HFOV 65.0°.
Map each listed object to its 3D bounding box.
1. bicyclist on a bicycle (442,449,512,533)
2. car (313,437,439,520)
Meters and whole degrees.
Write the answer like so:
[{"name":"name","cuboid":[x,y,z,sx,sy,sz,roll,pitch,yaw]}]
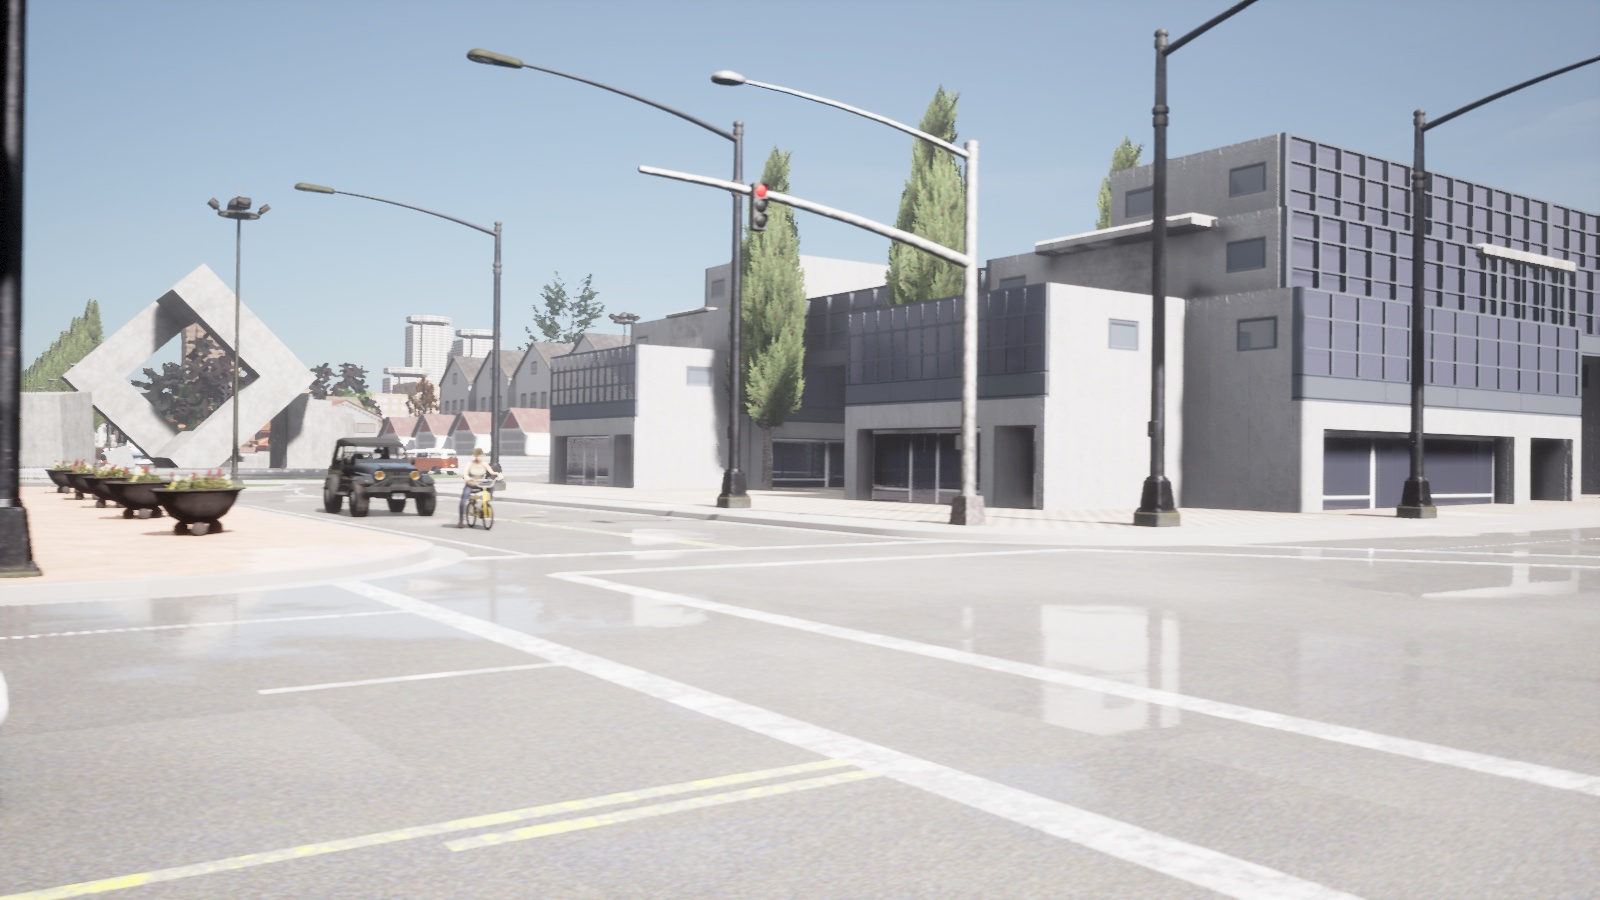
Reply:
[{"name":"bicyclist on a bicycle","cuboid":[-6.403,0.788,24.837,0.866,1.612,1.509,1,-1,-34]},{"name":"car","cuboid":[-10.394,0.669,30.661,1.905,1.878,3.866,1,-1,-35]}]
